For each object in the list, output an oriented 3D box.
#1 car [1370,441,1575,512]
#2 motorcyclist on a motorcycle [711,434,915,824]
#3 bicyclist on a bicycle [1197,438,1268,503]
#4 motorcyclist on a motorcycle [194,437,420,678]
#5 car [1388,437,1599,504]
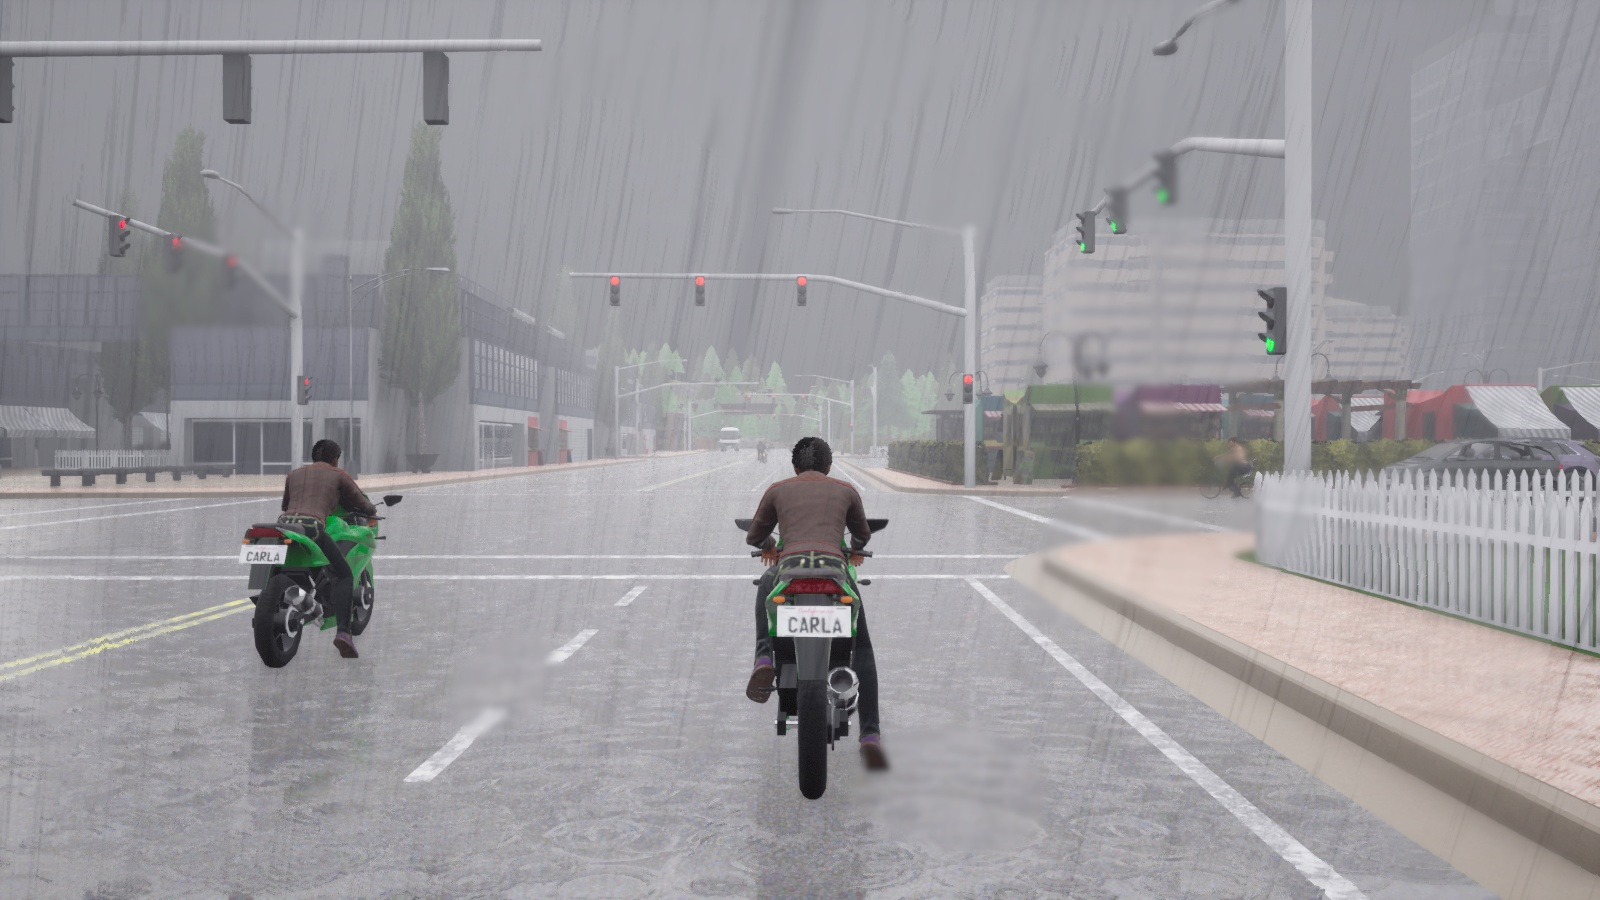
[{"bbox_3d":[15.225,0.576,28.550,3.705,1.549,1.789,0,0,-1],"label":"car"},{"bbox_3d":[0.056,0.695,5.932,0.797,1.523,2.044,0,0,0],"label":"motorcyclist on a motorcycle"},{"bbox_3d":[11.005,0.511,31.967,1.509,1.612,0.866,0,0,-1],"label":"bicyclist on a bicycle"},{"bbox_3d":[-3.424,0.675,8.958,0.797,1.523,2.044,0,0,0],"label":"motorcyclist on a motorcycle"},{"bbox_3d":[17.933,0.510,32.101,4.856,1.649,2.033,0,0,-1],"label":"car"}]
